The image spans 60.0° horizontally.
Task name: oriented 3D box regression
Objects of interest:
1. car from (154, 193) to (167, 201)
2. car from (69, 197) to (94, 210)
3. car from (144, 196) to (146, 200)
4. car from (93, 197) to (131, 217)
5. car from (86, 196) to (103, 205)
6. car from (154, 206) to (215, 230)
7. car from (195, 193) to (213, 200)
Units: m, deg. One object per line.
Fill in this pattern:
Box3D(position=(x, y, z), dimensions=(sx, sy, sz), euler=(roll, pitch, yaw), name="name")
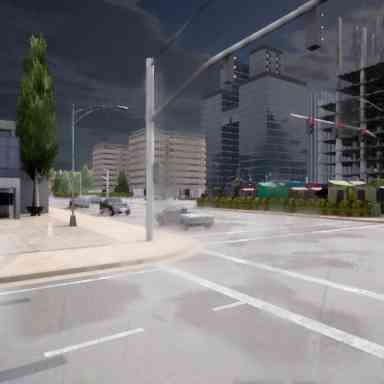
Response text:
Box3D(position=(-7.811, 1.156, 78.618), dimensions=(3.866, 1.878, 1.905), euler=(0, 0, -34), name="car")
Box3D(position=(-14.693, 1.503, 43.248), dimensions=(1.837, 1.490, 4.892), euler=(0, 0, -32), name="car")
Box3D(position=(-9.389, 1.153, 81.045), dimensions=(4.605, 1.855, 1.932), euler=(0, 0, -34), name="car")
Box3D(position=(-7.465, 1.491, 31.921), dimensions=(2.128, 1.511, 4.902), euler=(0, 0, -33), name="car")
Box3D(position=(-18.306, 1.564, 62.201), dimensions=(1.994, 1.385, 4.181), euler=(0, 0, -33), name="car")
Box3D(position=(-0.563, 1.601, 21.138), dimensions=(1.895, 1.301, 4.718), euler=(0, 0, -33), name="car")
Box3D(position=(3.221, 1.156, 62.389), dimensions=(3.866, 1.878, 1.905), euler=(0, 0, -34), name="car")
